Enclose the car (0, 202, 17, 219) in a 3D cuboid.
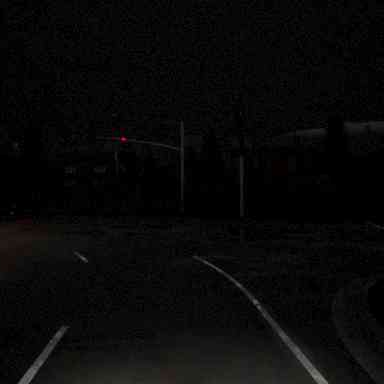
[{"bbox_3d":[-16.880,1.476,27.152,4.902,1.511,2.128,0,0,10],"label":"car"}]
